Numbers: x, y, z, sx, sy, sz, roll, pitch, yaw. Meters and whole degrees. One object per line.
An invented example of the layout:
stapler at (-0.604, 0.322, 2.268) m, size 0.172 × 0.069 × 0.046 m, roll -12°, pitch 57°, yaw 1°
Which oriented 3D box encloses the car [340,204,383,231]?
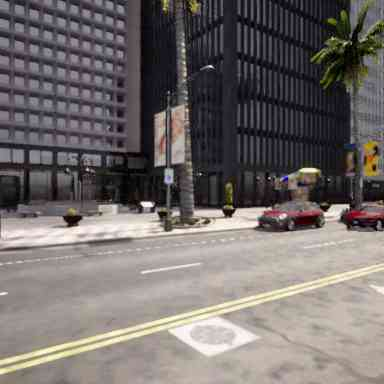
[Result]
car at (11.600, 1.521, 20.954) m, size 5.008 × 1.535 × 1.882 m, roll 0°, pitch 0°, yaw -36°

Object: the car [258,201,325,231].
car at (6.240, 1.389, 20.754) m, size 4.553 × 1.767 × 2.185 m, roll 0°, pitch 0°, yaw -36°
